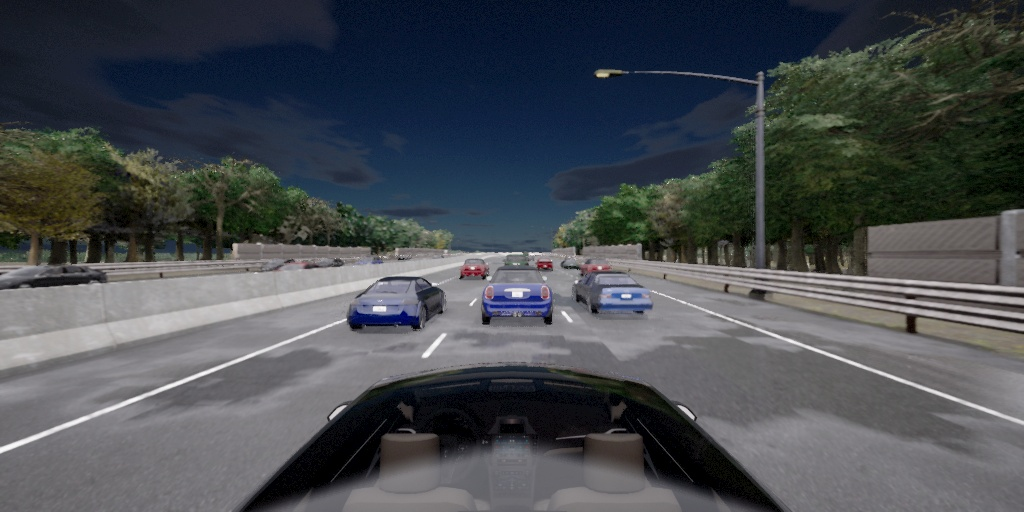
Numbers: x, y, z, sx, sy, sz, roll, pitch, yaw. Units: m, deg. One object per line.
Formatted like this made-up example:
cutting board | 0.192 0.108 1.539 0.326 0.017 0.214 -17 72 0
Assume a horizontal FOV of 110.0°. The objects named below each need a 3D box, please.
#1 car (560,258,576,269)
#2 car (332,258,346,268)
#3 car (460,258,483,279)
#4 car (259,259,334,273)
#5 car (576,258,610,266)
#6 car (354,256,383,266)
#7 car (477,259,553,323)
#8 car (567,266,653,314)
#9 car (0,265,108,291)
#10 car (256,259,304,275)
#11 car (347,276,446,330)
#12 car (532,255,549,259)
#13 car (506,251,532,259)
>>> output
car | 7.507 1.005 46.931 1.994 1.385 4.181 0 1 1
car | -20.716 1.034 40.732 1.837 1.490 4.892 0 1 1
car | -3.137 0.986 30.866 2.097 1.767 4.553 0 1 1
car | -13.922 1.172 23.285 1.882 1.535 5.008 0 0 1
car | 7.170 0.983 31.105 2.097 1.767 4.553 0 1 2
car | -17.180 0.849 43.093 2.097 1.767 4.553 0 1 1
car | 0.167 1.094 12.190 2.097 1.767 4.553 0 0 0
car | 3.576 1.285 13.631 2.033 1.411 5.357 0 0 1
car | -23.757 1.228 18.232 1.837 1.490 4.892 0 0 -2
car | -24.221 1.073 37.675 1.837 1.490 4.892 0 1 0
car | -3.343 1.308 11.105 1.994 1.385 4.181 0 0 0
car | 3.915 0.956 44.337 1.882 1.535 5.008 0 1 1
car | 0.369 0.851 31.356 2.150 2.045 5.566 0 1 1
